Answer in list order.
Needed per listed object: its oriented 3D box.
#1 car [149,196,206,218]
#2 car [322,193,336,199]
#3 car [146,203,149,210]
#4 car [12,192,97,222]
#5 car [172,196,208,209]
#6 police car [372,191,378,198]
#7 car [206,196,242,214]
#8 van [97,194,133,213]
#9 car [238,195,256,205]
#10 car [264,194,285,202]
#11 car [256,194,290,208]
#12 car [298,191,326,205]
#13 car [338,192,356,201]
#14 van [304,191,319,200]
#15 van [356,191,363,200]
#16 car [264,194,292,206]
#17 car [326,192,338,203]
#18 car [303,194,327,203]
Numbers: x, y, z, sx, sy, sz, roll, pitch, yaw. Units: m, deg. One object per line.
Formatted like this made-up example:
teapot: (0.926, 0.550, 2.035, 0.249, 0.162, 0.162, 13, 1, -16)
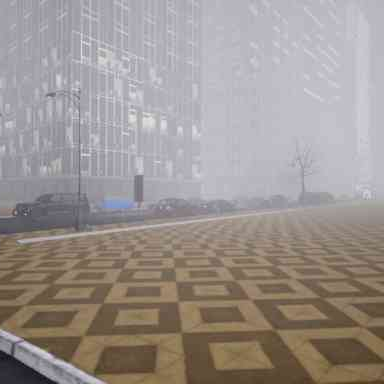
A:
car: (-1.124, 1.240, 27.106, 1.967, 1.590, 4.097, 1, 1, 41)
car: (33.091, 0.828, 80.209, 1.947, 1.339, 4.313, 1, 1, 41)
car: (-2.505, 1.339, 34.596, 1.895, 1.301, 4.718, 0, 1, 41)
car: (-10.477, 1.059, 25.273, 2.150, 2.045, 5.566, 0, 1, 41)
car: (-0.188, 1.218, 41.300, 1.887, 1.381, 4.507, 1, 1, 41)
police car: (43.132, 0.672, 79.562, 1.930, 1.638, 5.238, 0, 1, 41)
car: (2.530, 1.320, 31.467, 1.947, 1.339, 4.313, 1, 1, 41)
van: (-7.665, 1.107, 32.723, 1.690, 1.788, 3.998, 1, 1, 41)
car: (9.062, 1.195, 48.030, 1.895, 1.301, 4.718, 0, 1, 41)
car: (14.606, 1.056, 58.589, 1.947, 1.339, 4.313, 1, 1, 41)
car: (9.872, 1.244, 40.157, 1.802, 1.307, 4.206, 1, 1, 41)
car: (17.267, 0.885, 48.800, 2.192, 1.841, 5.009, 1, 1, 41)
car: (28.468, 0.957, 61.904, 1.752, 1.417, 4.829, 1, 1, 41)
van: (25.698, 0.694, 71.557, 1.690, 1.788, 3.998, 1, 1, 41)
van: (35.752, 0.683, 70.420, 1.690, 1.788, 3.998, 1, 1, 41)
car: (12.185, 1.099, 46.855, 1.837, 1.490, 4.892, 0, -1, 41)
car: (20.964, 0.839, 53.124, 2.192, 1.841, 5.009, 1, 1, 41)
car: (21.313, 1.032, 57.532, 2.033, 1.411, 5.357, 0, 1, 41)
